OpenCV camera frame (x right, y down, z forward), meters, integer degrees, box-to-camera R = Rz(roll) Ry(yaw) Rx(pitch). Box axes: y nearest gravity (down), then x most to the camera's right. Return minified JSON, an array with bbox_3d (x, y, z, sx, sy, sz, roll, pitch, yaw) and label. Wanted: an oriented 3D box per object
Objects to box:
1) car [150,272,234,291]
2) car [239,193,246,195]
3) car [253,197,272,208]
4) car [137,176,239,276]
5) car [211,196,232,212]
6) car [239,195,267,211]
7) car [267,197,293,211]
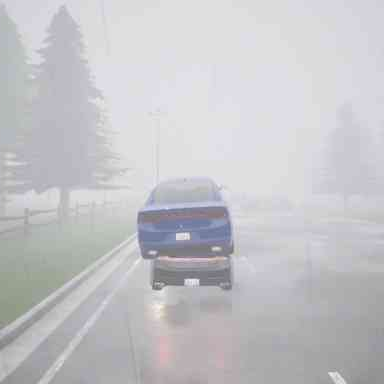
[{"bbox_3d":[0.000,1.553,9.026,2.128,1.511,4.902,0,1,0],"label":"car"},{"bbox_3d":[7.000,1.221,50.098,2.150,2.045,5.566,0,0,0],"label":"car"},{"bbox_3d":[10.500,1.505,50.068,1.837,1.490,4.892,0,0,0],"label":"car"},{"bbox_3d":[-0.083,0.341,8.301,1.882,1.535,5.008,-4,7,3],"label":"car"},{"bbox_3d":[3.500,1.352,40.035,2.097,1.767,4.553,0,0,0],"label":"car"},{"bbox_3d":[7.000,1.491,39.648,2.128,1.511,4.902,0,0,0],"label":"car"},{"bbox_3d":[10.500,1.352,40.035,2.097,1.767,4.553,0,0,0],"label":"car"}]
